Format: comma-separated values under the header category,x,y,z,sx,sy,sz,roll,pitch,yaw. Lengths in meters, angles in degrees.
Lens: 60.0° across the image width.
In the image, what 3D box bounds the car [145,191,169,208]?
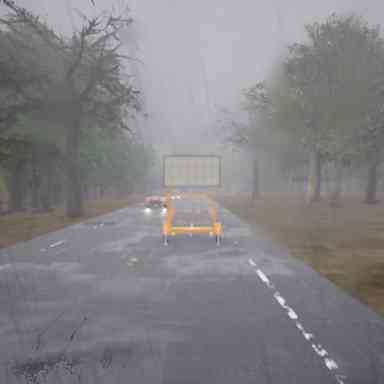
category,x,y,z,sx,sy,sz,roll,pitch,yaw
car,-3.570,0.682,34.599,2.097,1.767,4.553,0,1,0

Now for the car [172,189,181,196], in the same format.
category,x,y,z,sx,sy,sz,roll,pitch,yaw
car,-3.472,0.151,74.964,2.128,1.511,4.902,0,1,0

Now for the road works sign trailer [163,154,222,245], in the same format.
category,x,y,z,sx,sy,sz,roll,pitch,yaw
road works sign trailer,0.006,0.205,14.018,2.380,3.560,2.880,0,1,0
